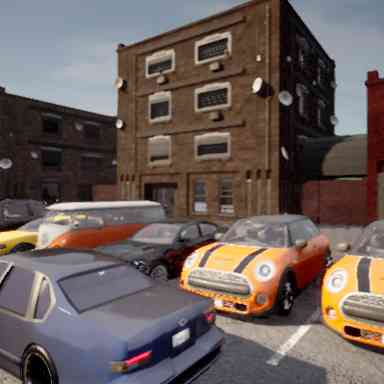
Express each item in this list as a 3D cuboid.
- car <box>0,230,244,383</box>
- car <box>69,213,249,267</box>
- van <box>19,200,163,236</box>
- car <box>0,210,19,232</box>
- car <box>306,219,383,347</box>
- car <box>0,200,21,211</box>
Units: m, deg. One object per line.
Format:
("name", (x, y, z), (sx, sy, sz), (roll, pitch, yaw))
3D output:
("car", (-2.154, 1.578, 4.916), (5.357, 1.411, 2.033), (-1, 0, 36))
("car", (-0.551, 1.520, 9.355), (2.097, 1.535, 5.008), (-1, 0, 35))
("van", (-2.868, 1.314, 10.858), (1.878, 1.987, 4.442), (-1, 0, 36))
("car", (-5.151, 1.558, 12.403), (1.946, 1.575, 5.366), (-1, 0, 36))
("car", (3.952, 1.356, 6.174), (2.185, 1.767, 4.553), (0, 0, 36))
("car", (-7.273, 1.331, 14.179), (2.435, 2.045, 5.566), (-1, 0, 36))
